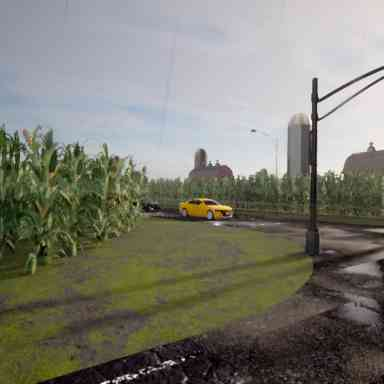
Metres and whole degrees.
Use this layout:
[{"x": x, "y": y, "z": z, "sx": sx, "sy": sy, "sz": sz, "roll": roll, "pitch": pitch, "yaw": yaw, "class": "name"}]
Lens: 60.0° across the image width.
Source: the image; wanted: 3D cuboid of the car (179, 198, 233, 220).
[{"x": 1.023, "y": 1.279, "z": 26.021, "sx": 1.882, "sy": 1.535, "sz": 5.008, "roll": 2, "pitch": 0, "yaw": -38, "class": "car"}]

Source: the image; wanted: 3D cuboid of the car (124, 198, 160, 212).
[{"x": -5.171, "y": 1.322, "z": 33.950, "sx": 1.895, "sy": 1.301, "sz": 4.718, "roll": 2, "pitch": 0, "yaw": -38, "class": "car"}]
